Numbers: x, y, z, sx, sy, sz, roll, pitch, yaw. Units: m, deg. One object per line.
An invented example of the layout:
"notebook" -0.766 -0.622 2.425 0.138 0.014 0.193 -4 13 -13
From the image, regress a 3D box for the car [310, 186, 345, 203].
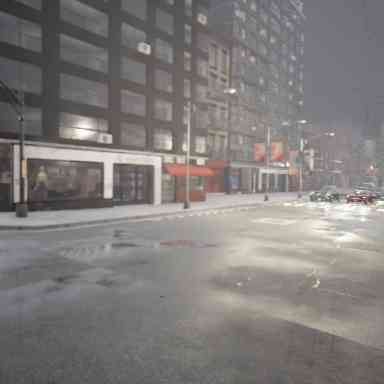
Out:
"car" 14.171 0.129 35.138 2.097 1.767 4.553 3 3 38

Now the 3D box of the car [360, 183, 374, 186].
"car" 27.653 -0.343 52.775 2.150 2.045 5.566 3 3 37

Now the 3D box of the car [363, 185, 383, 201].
"car" 23.142 0.245 41.558 1.837 1.490 4.892 3 3 38

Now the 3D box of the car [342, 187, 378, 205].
"car" 16.964 0.505 33.453 1.895 1.301 4.718 3 3 38

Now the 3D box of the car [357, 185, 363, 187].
"car" 20.489 0.157 43.433 2.033 1.411 5.357 3 3 37
